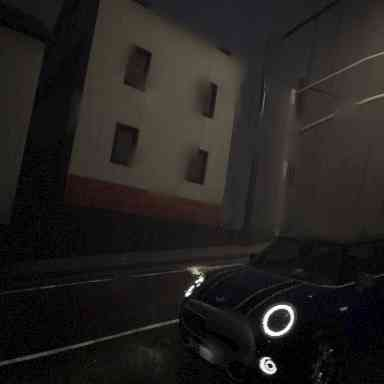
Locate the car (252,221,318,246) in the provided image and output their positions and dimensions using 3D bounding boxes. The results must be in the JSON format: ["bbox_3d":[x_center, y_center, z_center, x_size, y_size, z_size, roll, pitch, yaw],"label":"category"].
[{"bbox_3d":[8.041,3.578,29.277,2.033,1.411,5.357,12,-7,-35],"label":"car"}]

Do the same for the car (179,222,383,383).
[{"bbox_3d":[2.034,1.470,5.386,4.553,1.767,2.097,2,-1,-35],"label":"car"}]

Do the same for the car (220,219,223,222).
[{"bbox_3d":[2.375,3.566,37.293,1.837,1.490,4.892,13,-7,-35],"label":"car"}]
